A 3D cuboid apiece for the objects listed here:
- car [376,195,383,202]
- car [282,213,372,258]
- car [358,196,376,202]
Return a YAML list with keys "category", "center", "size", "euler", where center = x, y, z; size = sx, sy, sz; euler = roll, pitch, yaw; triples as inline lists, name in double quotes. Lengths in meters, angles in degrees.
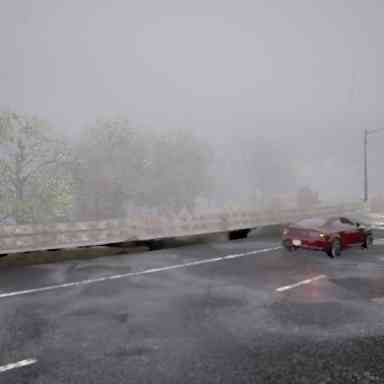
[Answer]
- category: "car"
  center: [42.423, 1.377, 74.515]
  size: [2.097, 1.767, 4.553]
  euler: [0, 0, 7]
- category: "car"
  center: [5.302, 1.559, 12.912]
  size: [4.674, 1.442, 1.812]
  euler: [0, 0, -42]
- category: "car"
  center: [38.969, 1.555, 75.086]
  size: [1.812, 1.442, 4.674]
  euler: [0, 0, 7]
